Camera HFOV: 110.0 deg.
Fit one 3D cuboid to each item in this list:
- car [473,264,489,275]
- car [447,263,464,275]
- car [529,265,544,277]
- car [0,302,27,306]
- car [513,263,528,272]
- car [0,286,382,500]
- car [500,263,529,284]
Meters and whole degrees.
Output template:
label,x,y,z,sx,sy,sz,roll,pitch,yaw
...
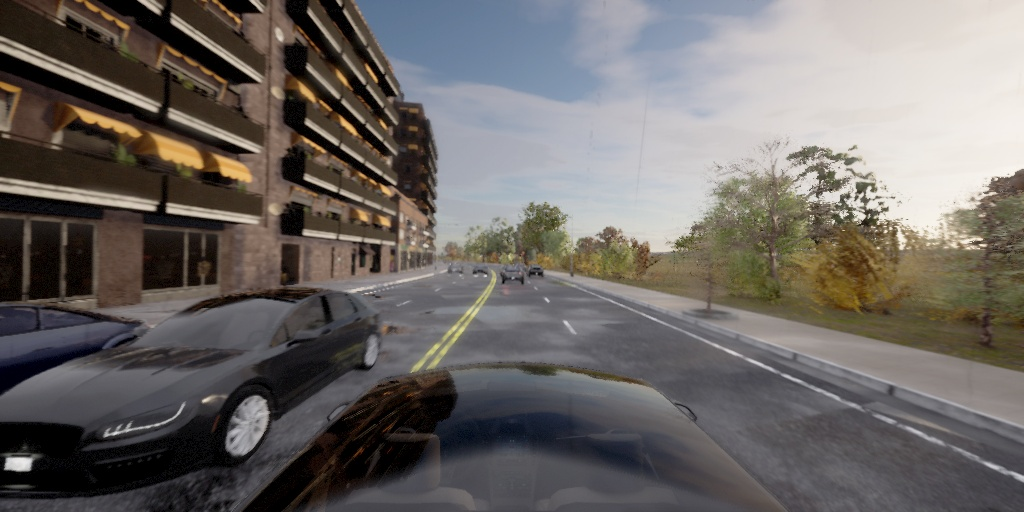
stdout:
label,x,y,z,sx,sy,sz,roll,pitch,yaw
car,-4.118,1.769,47.373,1.994,1.385,4.181,1,-1,-3
car,-7.353,1.637,47.064,2.128,1.511,4.902,1,-1,-3
car,2.769,1.796,44.120,1.837,1.490,4.892,1,0,-3
car,-6.663,1.220,3.952,1.994,1.385,4.181,1,-1,1
car,1.406,1.953,62.277,2.128,1.511,4.902,1,-1,-6
car,-3.384,1.232,4.932,1.837,1.490,4.892,1,-1,1
car,0.045,1.583,30.875,2.128,1.511,4.902,1,-1,-1
